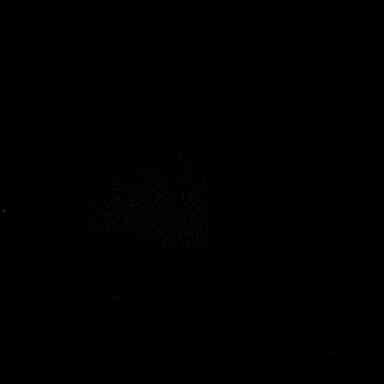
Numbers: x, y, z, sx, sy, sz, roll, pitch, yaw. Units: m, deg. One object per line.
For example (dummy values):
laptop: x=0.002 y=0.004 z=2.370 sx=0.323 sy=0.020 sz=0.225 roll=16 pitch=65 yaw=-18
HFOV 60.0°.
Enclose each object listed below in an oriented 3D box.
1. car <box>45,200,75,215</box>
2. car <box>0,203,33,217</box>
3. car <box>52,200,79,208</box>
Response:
car: x=-15.146 y=1.886 z=38.550 sx=1.994 sy=1.385 sz=4.181 roll=-1 pitch=0 yaw=10
car: x=-19.121 y=1.863 z=35.809 sx=1.812 sy=1.442 sz=4.674 roll=-1 pitch=0 yaw=6
car: x=-23.228 y=2.106 z=61.168 sx=1.895 sy=1.301 sz=4.718 roll=-1 pitch=0 yaw=23
